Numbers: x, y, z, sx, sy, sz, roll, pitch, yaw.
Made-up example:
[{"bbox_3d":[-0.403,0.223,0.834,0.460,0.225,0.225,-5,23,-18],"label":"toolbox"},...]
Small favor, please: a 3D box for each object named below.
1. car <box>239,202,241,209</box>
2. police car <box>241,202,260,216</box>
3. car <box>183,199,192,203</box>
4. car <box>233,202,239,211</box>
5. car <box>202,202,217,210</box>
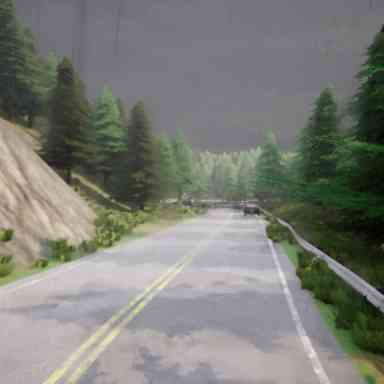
[{"bbox_3d":[8.860,2.373,52.216,1.882,1.535,5.008,0,-1,4],"label":"car"},{"bbox_3d":[7.535,2.169,42.182,1.930,1.638,5.238,1,-1,8],"label":"police car"},{"bbox_3d":[-2.512,2.628,78.051,5.566,2.045,2.150,-3,1,43],"label":"car"},{"bbox_3d":[8.615,2.487,58.720,1.812,1.442,4.674,-1,-1,-8],"label":"car"},{"bbox_3d":[3.273,2.601,62.798,2.128,1.511,4.902,-1,-1,-16],"label":"car"}]
